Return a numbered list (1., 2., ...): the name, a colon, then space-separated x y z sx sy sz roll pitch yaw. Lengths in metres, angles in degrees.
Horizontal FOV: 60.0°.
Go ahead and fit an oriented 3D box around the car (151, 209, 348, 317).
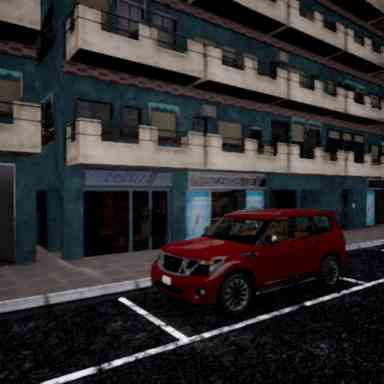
1. car: 1.575 1.343 7.696 5.009 1.841 2.192 0 -1 -35
